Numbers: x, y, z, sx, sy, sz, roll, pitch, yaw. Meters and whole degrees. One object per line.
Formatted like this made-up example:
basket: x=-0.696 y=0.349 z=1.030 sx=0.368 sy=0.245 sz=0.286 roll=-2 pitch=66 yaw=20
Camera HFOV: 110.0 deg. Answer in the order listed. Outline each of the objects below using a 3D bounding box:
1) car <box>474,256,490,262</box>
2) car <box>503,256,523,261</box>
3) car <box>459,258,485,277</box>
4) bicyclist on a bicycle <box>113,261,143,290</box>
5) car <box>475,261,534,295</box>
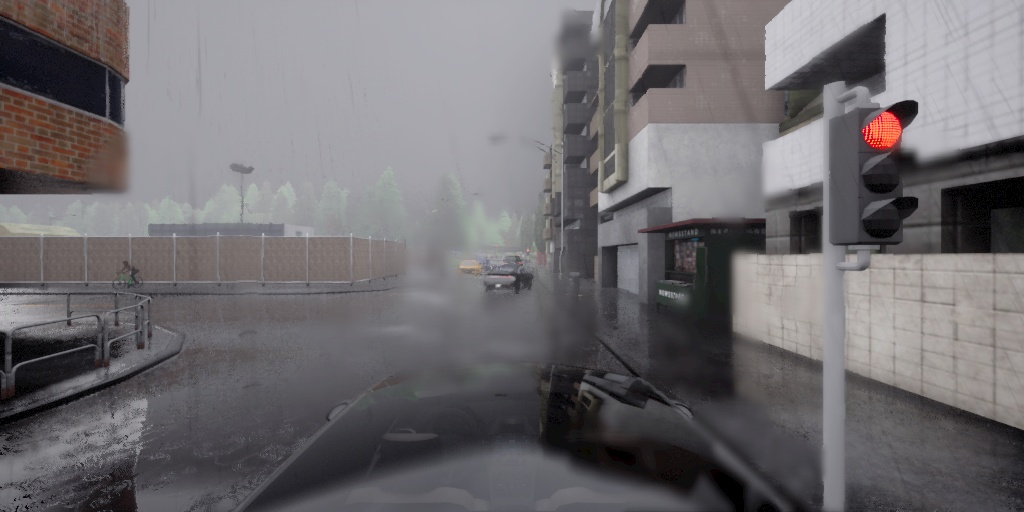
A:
car: x=-4.072 y=0.971 z=46.517 sx=2.150 sy=2.045 sz=5.566 roll=0 pitch=0 yaw=0
car: x=0.095 y=0.971 z=42.692 sx=2.150 sy=2.045 sz=5.566 roll=0 pitch=0 yaw=0
car: x=-4.105 y=1.228 z=35.815 sx=1.882 sy=1.535 sz=5.008 roll=0 pitch=0 yaw=0
bicyclist on a bicycle: x=-22.177 y=1.099 z=20.723 sx=0.582 sy=1.620 sz=1.656 roll=0 pitch=0 yaw=0
car: x=-0.066 y=1.241 z=19.785 sx=2.128 sy=1.511 sz=4.902 roll=1 pitch=0 yaw=15
